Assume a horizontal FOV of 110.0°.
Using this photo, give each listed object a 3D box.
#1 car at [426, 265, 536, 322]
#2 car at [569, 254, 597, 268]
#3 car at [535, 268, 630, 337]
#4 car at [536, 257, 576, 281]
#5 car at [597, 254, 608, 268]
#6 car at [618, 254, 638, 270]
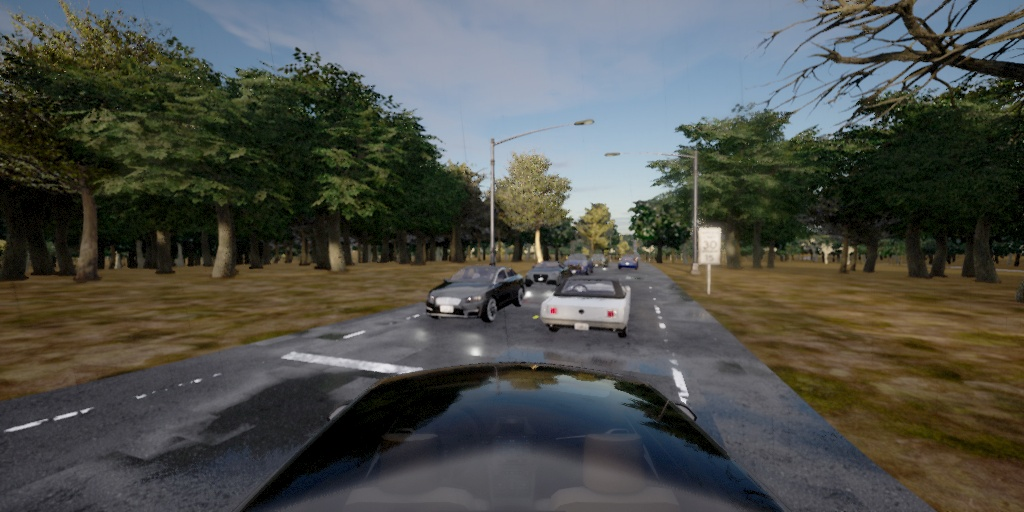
[{"bbox_3d":[-0.952,1.063,11.615,2.128,1.511,4.902,0,1,18],"label":"car"},{"bbox_3d":[5.525,0.607,29.891,2.097,1.767,4.553,0,1,20],"label":"car"},{"bbox_3d":[2.248,1.201,9.837,1.895,1.301,4.718,0,1,19],"label":"car"},{"bbox_3d":[2.136,0.972,20.318,1.994,1.385,4.181,0,1,20],"label":"car"},{"bbox_3d":[10.683,0.513,44.218,2.097,1.767,4.553,0,0,19],"label":"car"},{"bbox_3d":[12.709,0.751,39.274,1.994,1.385,4.181,0,0,20],"label":"car"}]
